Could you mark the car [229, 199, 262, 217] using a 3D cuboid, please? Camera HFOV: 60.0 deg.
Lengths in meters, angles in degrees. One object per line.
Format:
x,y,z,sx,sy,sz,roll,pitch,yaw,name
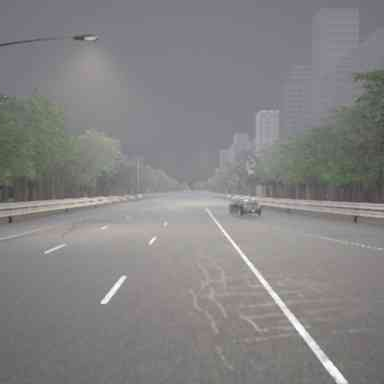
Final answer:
4.674,1.358,29.849,2.128,1.511,4.902,0,0,-9,car
